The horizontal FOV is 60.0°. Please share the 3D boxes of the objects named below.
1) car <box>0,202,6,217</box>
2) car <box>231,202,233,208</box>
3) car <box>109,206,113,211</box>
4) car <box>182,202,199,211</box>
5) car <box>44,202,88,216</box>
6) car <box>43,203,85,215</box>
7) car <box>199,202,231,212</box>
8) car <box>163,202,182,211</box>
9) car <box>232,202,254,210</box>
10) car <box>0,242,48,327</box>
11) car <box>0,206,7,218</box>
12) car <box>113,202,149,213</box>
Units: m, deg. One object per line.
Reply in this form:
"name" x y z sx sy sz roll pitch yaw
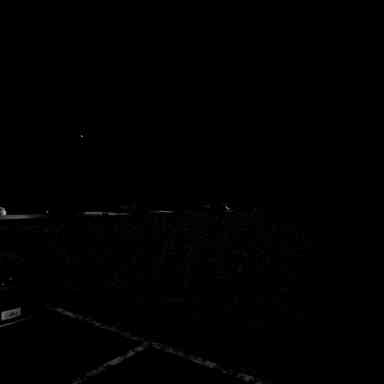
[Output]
"car" -21.908 1.822 33.802 1.837 1.490 4.892 0 -1 36
"car" 7.037 2.559 62.440 2.128 1.511 4.902 0 -1 36
"car" -10.097 2.298 50.056 1.895 1.301 4.718 0 -1 36
"car" 1.152 2.366 54.249 2.128 1.511 4.902 0 -1 37
"car" -14.457 1.956 38.534 2.128 1.511 4.902 0 -1 36
"car" -16.023 2.106 41.907 1.895 1.301 4.718 0 -1 36
"car" 3.627 2.367 52.123 1.837 1.490 4.892 0 -1 36
"car" -2.441 2.400 55.008 2.033 1.411 5.357 0 -1 36
"car" 9.667 2.624 60.530 1.994 1.385 4.181 0 -1 36
"car" -4.410 1.551 6.153 4.403 1.369 2.008 0 0 36
"car" -19.880 1.817 31.031 1.812 1.442 4.674 0 -1 36
"car" -8.290 2.141 47.012 1.882 1.535 5.008 0 -1 36
